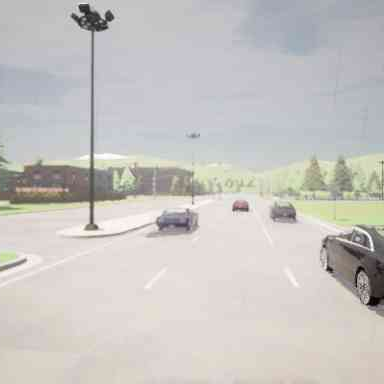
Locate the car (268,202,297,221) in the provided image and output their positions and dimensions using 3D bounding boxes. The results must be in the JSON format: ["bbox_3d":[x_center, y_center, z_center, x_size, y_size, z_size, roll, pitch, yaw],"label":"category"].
[{"bbox_3d":[7.403,1.536,27.435,2.128,1.511,4.902,0,0,9],"label":"car"}]

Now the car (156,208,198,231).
[{"bbox_3d":[-0.763,1.603,20.529,1.895,1.301,4.718,0,0,9],"label":"car"}]

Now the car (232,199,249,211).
[{"bbox_3d":[6.006,1.606,41.086,1.994,1.385,4.181,0,0,9],"label":"car"}]

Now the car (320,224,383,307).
[{"bbox_3d":[4.492,1.516,7.922,2.128,1.511,4.902,0,0,7],"label":"car"}]
